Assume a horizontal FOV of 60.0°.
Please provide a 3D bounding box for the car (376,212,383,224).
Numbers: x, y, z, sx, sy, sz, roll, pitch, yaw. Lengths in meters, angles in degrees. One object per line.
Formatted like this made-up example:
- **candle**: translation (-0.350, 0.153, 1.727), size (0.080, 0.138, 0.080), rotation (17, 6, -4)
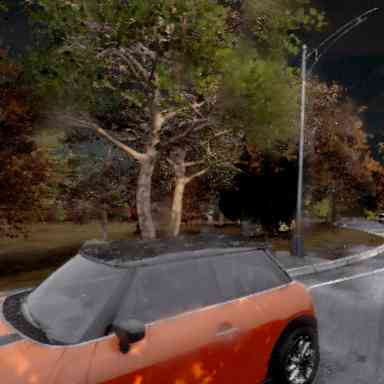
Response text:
- **car**: translation (25.822, 3.100, 42.009), size (5.566, 2.045, 2.150), rotation (3, -3, -26)

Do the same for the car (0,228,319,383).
- **car**: translation (-0.694, 1.354, 3.565), size (4.553, 1.767, 2.097), rotation (0, 0, -36)
